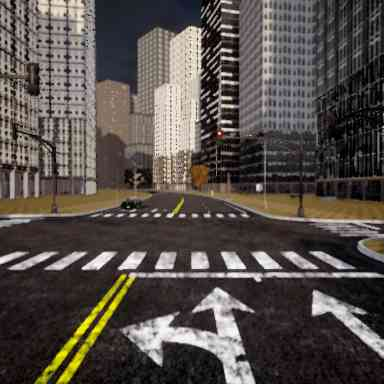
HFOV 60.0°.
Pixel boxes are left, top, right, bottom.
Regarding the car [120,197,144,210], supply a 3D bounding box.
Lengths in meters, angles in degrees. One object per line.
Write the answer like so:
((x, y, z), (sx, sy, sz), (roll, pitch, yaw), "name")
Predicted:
((-6.498, 1.206, 36.100), (1.895, 1.301, 4.718), (0, 1, 0), "car")
